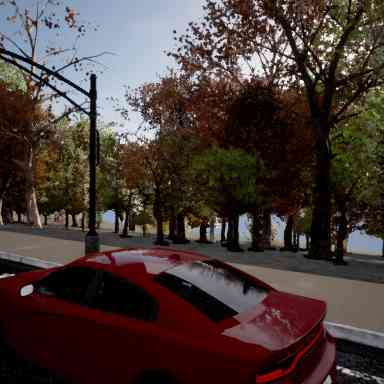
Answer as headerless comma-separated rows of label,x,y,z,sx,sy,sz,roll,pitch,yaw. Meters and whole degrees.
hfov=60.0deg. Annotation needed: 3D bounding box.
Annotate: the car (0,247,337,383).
car,-0.866,1.477,4.293,5.008,1.535,1.882,0,0,35
